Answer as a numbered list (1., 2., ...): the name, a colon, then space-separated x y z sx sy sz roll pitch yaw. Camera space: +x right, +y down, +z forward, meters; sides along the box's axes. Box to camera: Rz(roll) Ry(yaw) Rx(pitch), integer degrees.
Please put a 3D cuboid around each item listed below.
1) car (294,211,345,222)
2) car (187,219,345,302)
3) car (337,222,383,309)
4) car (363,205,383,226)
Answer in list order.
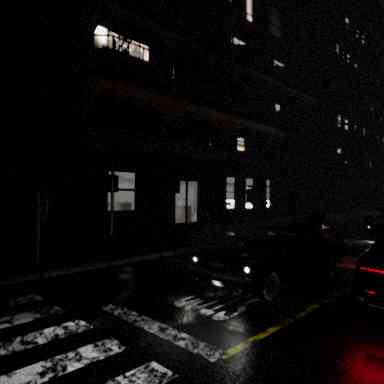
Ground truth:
1. car: 5.909 1.589 15.885 4.206 1.307 1.802 0 1 -45
2. car: 2.112 1.605 8.510 4.718 1.301 1.895 0 0 -44
3. car: 5.007 1.503 6.987 4.892 1.490 1.837 0 0 -45
4. car: 10.565 1.548 16.877 5.357 1.411 2.033 0 0 -45
